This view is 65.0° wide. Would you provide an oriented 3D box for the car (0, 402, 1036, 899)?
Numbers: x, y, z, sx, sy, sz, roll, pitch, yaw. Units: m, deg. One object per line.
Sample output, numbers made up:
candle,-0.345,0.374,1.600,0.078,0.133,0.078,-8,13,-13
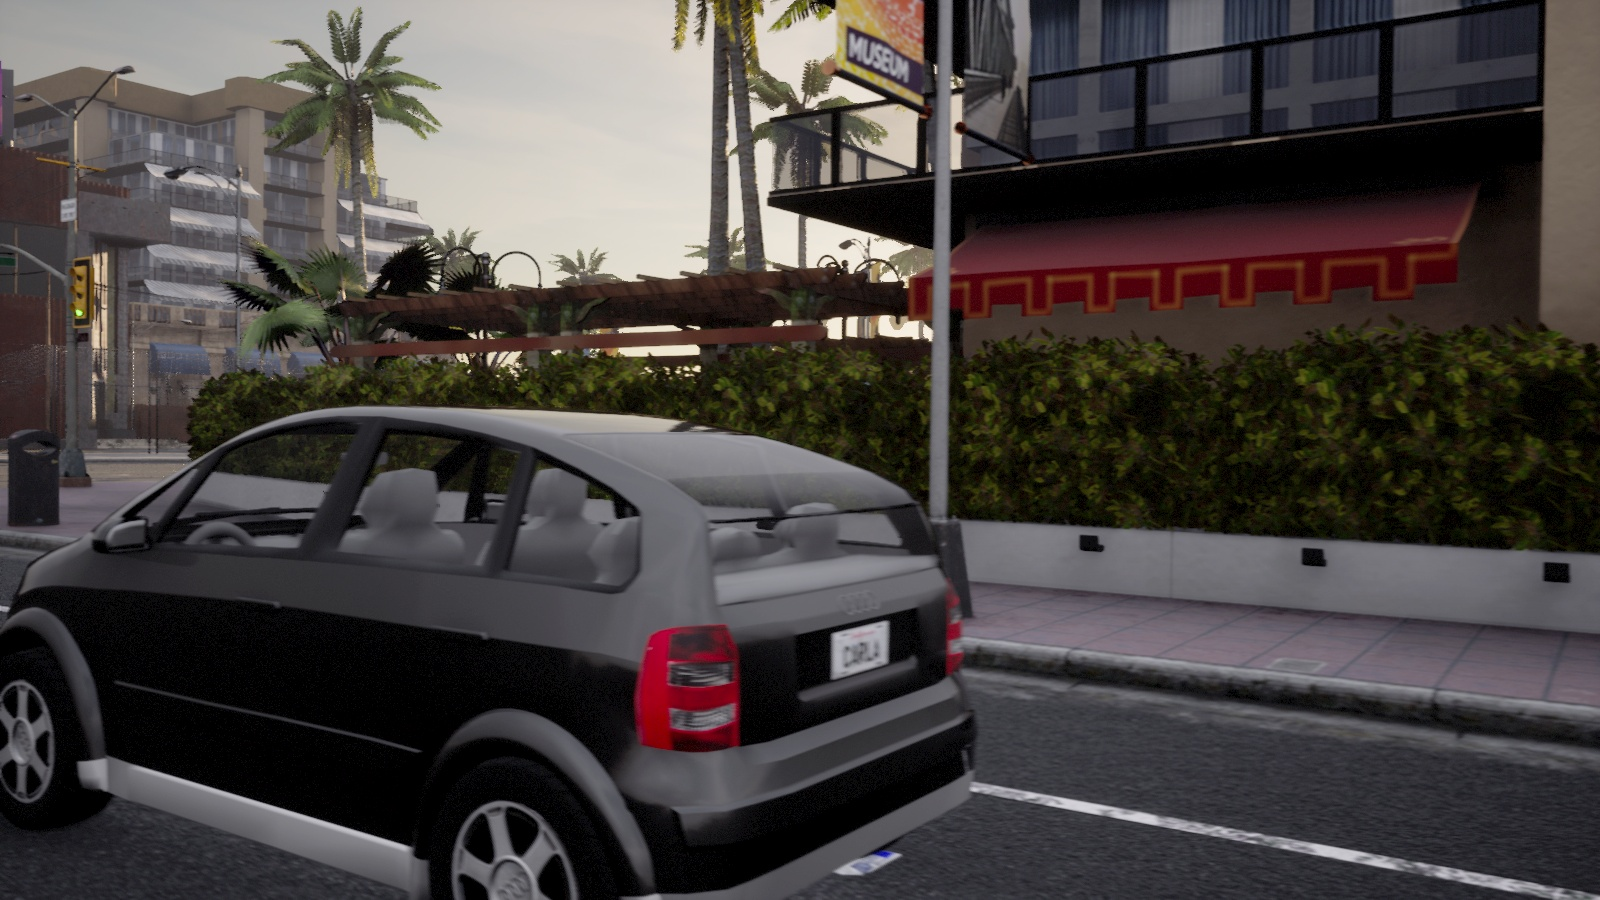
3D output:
car,-1.257,0.649,4.454,3.705,1.549,1.789,0,1,34
